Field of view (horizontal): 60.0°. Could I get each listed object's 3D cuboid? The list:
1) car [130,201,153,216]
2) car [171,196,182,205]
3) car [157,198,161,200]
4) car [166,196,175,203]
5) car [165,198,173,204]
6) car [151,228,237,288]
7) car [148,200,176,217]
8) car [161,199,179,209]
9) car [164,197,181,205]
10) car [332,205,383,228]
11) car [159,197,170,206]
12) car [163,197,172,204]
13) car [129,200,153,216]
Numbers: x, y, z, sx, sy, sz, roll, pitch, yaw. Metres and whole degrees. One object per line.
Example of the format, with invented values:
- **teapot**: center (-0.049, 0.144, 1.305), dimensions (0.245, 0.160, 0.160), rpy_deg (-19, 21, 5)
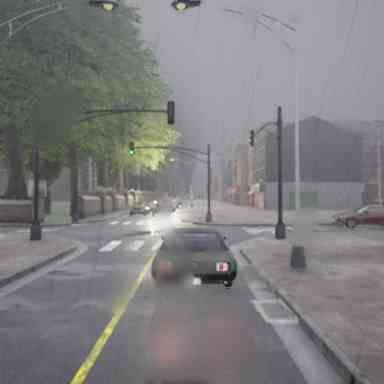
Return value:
- **car**: center (-5.552, 1.765, 37.137), dimensions (1.752, 1.417, 4.829), rpy_deg (1, 0, 0)
- **car**: center (-3.134, 2.041, 69.136), dimensions (1.812, 1.442, 4.674), rpy_deg (0, -1, -1)
- **car**: center (-5.543, 1.828, 42.298), dimensions (2.008, 1.369, 4.403), rpy_deg (1, 0, 0)
- **car**: center (-5.936, 2.052, 91.350), dimensions (2.192, 1.841, 5.009), rpy_deg (1, -1, 0)
- **car**: center (-5.894, 2.200, 85.728), dimensions (1.752, 1.417, 4.829), rpy_deg (1, -1, 0)
- **car**: center (0.040, 1.657, 9.407), dimensions (1.895, 1.301, 4.718), rpy_deg (0, 0, 0)
- **car**: center (-2.951, 1.818, 33.910), dimensions (1.895, 1.301, 4.718), rpy_deg (0, 0, 0)
- **car**: center (-3.032, 1.885, 43.122), dimensions (1.895, 1.301, 4.718), rpy_deg (0, 0, 0)
- **car**: center (-3.097, 1.885, 52.842), dimensions (1.812, 1.442, 4.674), rpy_deg (0, 0, 0)
- **car**: center (11.639, 1.589, 21.829), dimensions (4.674, 1.442, 1.812), rpy_deg (-1, -2, 1)
- **car**: center (-5.761, 1.948, 69.549), dimensions (1.967, 1.590, 4.097), rpy_deg (1, -1, 0)
- **car**: center (-5.850, 2.058, 80.448), dimensions (1.967, 1.590, 4.097), rpy_deg (1, -1, 0)
- **car**: center (-5.512, 1.777, 35.163), dimensions (2.008, 1.369, 4.403), rpy_deg (1, 0, 0)
